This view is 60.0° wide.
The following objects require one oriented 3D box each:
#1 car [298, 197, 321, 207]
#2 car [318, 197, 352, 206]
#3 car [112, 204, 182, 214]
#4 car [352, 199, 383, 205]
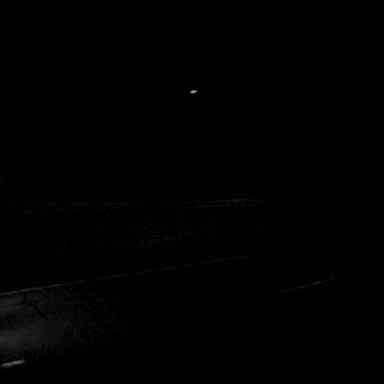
[{"bbox_3d":[14.900,1.376,40.370,4.553,1.767,2.097,0,0,-35],"label":"car"},{"bbox_3d":[16.569,1.588,37.266,4.181,1.385,1.994,0,0,-35],"label":"car"},{"bbox_3d":[-3.124,1.548,23.158,5.357,1.411,2.033,0,0,-35],"label":"car"},{"bbox_3d":[19.422,1.520,34.995,4.902,1.511,2.128,0,0,-35],"label":"car"}]
